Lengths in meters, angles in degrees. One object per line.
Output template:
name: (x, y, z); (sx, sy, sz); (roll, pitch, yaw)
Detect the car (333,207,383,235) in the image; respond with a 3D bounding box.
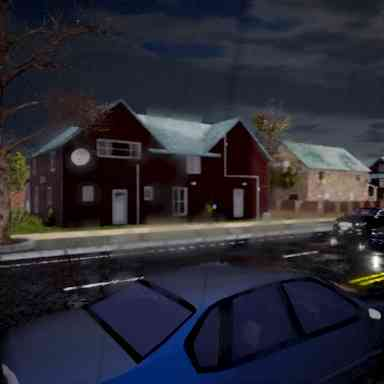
car: (9.716, 1.596, 18.185); (4.902, 1.511, 2.128); (1, 0, -34)

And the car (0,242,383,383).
car: (0.658, 1.549, 3.886); (5.357, 1.411, 2.033); (1, 0, -34)

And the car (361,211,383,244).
car: (9.874, 1.656, 14.362); (5.357, 1.411, 2.033); (1, 0, -34)
